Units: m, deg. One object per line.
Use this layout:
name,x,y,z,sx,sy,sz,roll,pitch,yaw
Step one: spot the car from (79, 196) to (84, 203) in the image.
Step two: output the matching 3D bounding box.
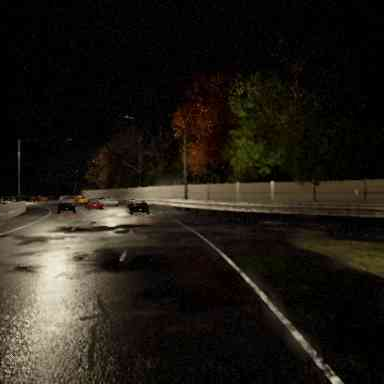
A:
car,-22.465,1.620,67.292,1.882,1.535,5.008,0,0,-36

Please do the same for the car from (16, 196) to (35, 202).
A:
car,-37.509,1.582,74.173,4.674,1.442,1.812,0,0,43

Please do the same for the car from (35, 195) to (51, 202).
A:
car,-34.998,1.518,76.611,5.008,1.535,1.882,0,0,43

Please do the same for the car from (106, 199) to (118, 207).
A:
car,-13.019,1.681,51.942,1.895,1.301,4.718,0,0,-27

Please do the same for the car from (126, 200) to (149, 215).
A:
car,-5.696,1.523,34.433,2.128,1.511,4.902,0,0,-18

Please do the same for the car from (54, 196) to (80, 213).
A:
car,-14.302,1.582,38.077,2.128,1.511,4.902,0,0,-21

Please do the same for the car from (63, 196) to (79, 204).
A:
car,-26.667,1.695,73.059,2.128,1.511,4.902,0,0,-35

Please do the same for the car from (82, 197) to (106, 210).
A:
car,-13.041,1.645,44.108,1.994,1.385,4.181,0,0,-23
